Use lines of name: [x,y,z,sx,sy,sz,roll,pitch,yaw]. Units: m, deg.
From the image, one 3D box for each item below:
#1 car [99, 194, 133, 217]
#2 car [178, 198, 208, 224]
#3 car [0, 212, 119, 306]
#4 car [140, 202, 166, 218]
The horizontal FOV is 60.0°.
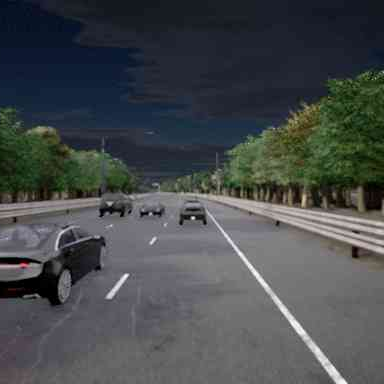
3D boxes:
car: [-6.945,1.163,30.739,2.150,2.045,5.566,0,0,0]
car: [0.069,1.454,24.239,1.837,1.490,4.892,0,0,0]
car: [-3.409,1.476,7.962,2.128,1.511,4.902,0,0,0]
car: [-3.443,1.542,29.868,1.895,1.301,4.718,0,0,0]
